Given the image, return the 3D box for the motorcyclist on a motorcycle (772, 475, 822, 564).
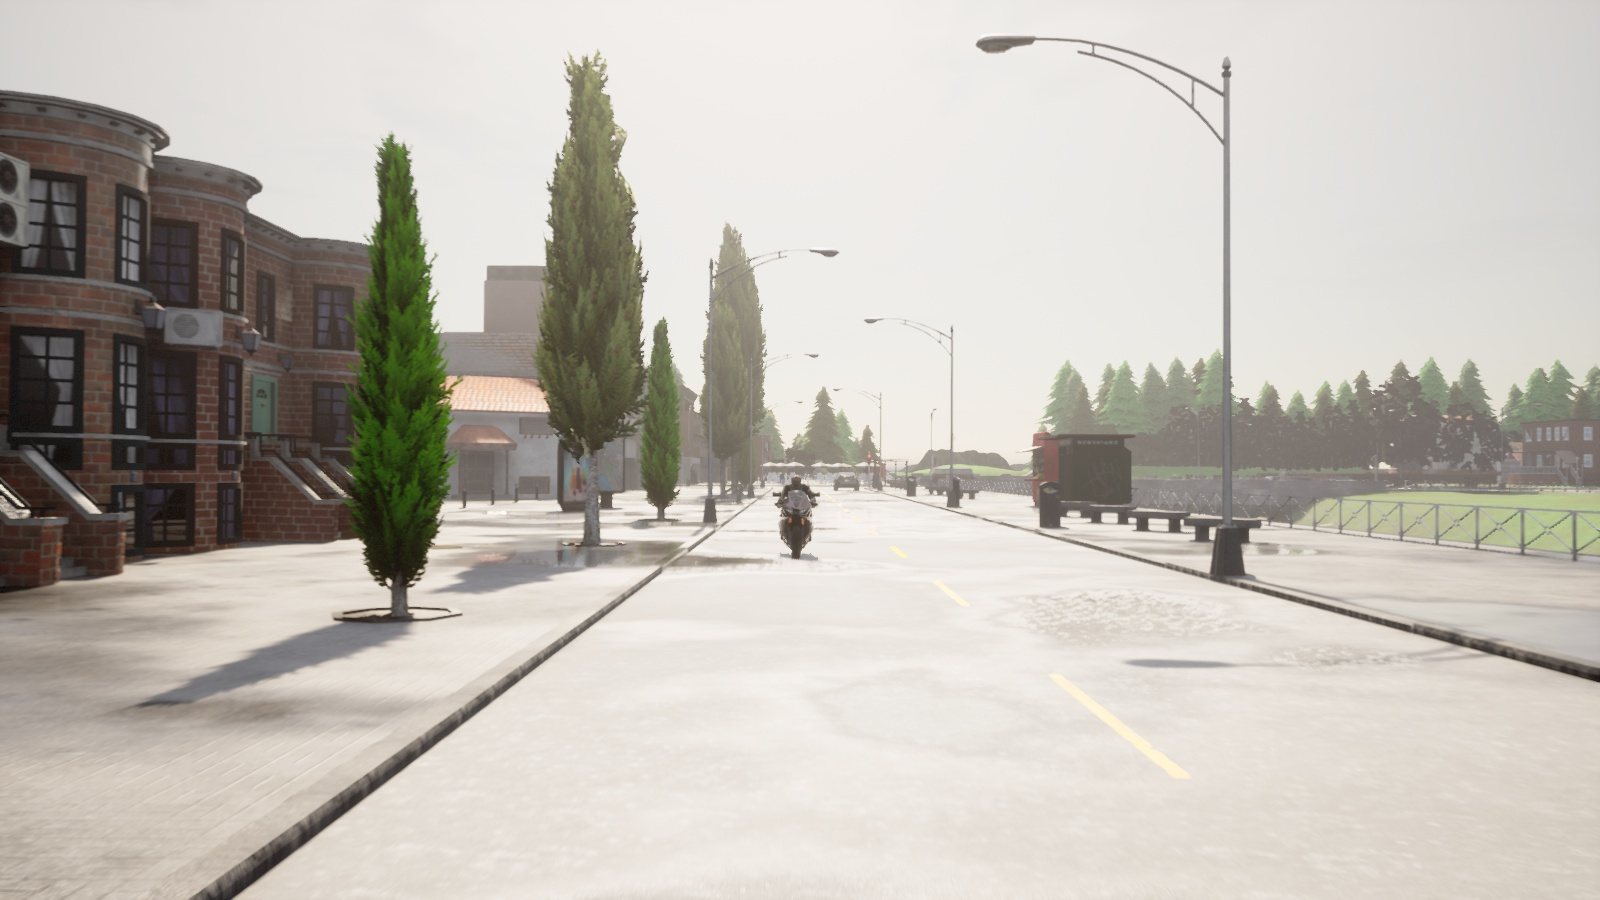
[{"bbox_3d":[-0.060,1.235,23.048,0.866,1.530,2.191,0,-1,0],"label":"motorcyclist on a motorcycle"}]
